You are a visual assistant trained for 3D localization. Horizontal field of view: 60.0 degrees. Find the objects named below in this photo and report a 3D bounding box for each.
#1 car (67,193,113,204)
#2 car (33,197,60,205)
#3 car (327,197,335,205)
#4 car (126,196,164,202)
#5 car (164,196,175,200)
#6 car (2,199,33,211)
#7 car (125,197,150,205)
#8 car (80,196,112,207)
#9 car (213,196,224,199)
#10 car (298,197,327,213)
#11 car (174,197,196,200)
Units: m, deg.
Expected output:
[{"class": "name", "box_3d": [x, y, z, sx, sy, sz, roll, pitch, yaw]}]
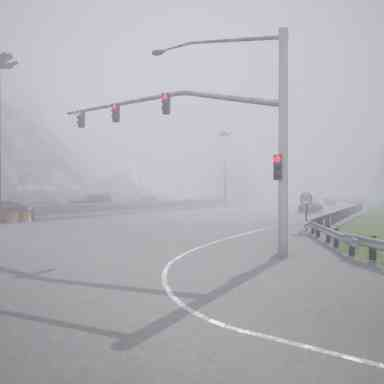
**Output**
[{"class": "car", "box_3d": [-11.492, 1.160, 37.741, 2.150, 2.045, 5.566, 0, 0, 33]}, {"class": "car", "box_3d": [-19.907, 1.409, 44.062, 2.128, 1.511, 4.902, 0, 0, 33]}, {"class": "car", "box_3d": [24.429, 1.534, 59.404, 2.033, 1.411, 5.357, 0, 0, 19]}, {"class": "car", "box_3d": [-6.432, 1.294, 45.773, 2.097, 1.767, 4.553, 0, 0, 32]}, {"class": "car", "box_3d": [-4.782, 1.459, 71.118, 2.033, 1.411, 5.357, 0, 0, 18]}, {"class": "car", "box_3d": [-16.988, 1.442, 29.141, 1.837, 1.490, 4.892, 0, 0, 33]}, {"class": "car", "box_3d": [-9.792, 1.522, 60.332, 1.895, 1.301, 4.718, 0, 0, 28]}, {"class": "car", "box_3d": [-14.916, 1.445, 51.940, 1.812, 1.442, 4.674, 0, 0, 32]}, {"class": "car", "box_3d": [5.648, 1.501, 69.379, 1.994, 1.385, 4.181, 0, 0, 18]}, {"class": "car", "box_3d": [13.356, 1.550, 37.318, 1.994, 1.385, 4.181, 0, 0, 32]}, {"class": "car", "box_3d": [-0.503, 1.544, 55.543, 1.895, 1.301, 4.718, 0, 0, 28]}]
